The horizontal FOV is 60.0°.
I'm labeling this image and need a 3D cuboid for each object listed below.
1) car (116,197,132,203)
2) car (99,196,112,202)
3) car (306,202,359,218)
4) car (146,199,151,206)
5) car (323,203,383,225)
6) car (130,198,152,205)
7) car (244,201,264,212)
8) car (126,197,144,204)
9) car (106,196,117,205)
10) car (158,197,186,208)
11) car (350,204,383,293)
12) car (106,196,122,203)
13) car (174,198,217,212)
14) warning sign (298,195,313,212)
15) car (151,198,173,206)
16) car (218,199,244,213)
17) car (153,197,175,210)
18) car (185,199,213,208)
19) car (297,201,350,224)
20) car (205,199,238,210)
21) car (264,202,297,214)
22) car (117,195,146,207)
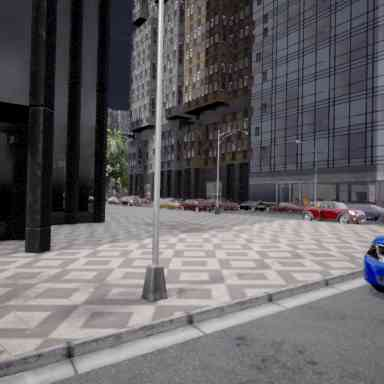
[{"bbox_3d":[-14.953,1.742,72.819,1.947,1.339,4.313,2,-1,-35],"label":"car"},{"bbox_3d":[-21.316,1.757,81.760,1.802,1.307,4.206,2,-1,-35],"label":"car"},{"bbox_3d":[13.678,1.726,32.585,1.947,1.339,4.313,2,-1,-35],"label":"car"},{"bbox_3d":[-8.804,1.375,54.252,2.097,1.767,4.553,2,-1,-35],"label":"car"},{"bbox_3d":[12.583,1.552,24.239,2.033,1.411,5.357,2,-1,-40],"label":"car"},{"bbox_3d":[-9.296,1.705,60.105,1.895,1.301,4.718,2,-1,-35],"label":"car"},{"bbox_3d":[7.316,1.732,41.526,1.947,1.339,4.313,2,-1,-35],"label":"car"},{"bbox_3d":[-11.772,1.742,68.349,1.947,1.339,4.313,2,-1,-35],"label":"car"},{"bbox_3d":[-12.358,1.533,54.473,1.802,1.307,4.206,2,-1,-35],"label":"car"},{"bbox_3d":[-3.210,1.594,51.630,2.128,1.511,4.902,2,-1,-35],"label":"car"},{"bbox_3d":[6.302,1.227,7.576,5.566,2.045,2.150,0,0,-32],"label":"car"},{"bbox_3d":[-18.232,1.701,77.429,1.752,1.417,4.829,2,-1,-35],"label":"car"},{"bbox_3d":[0.370,1.486,36.589,1.887,1.381,4.507,2,-1,-35],"label":"car"},{"bbox_3d":[12.855,1.339,37.739,1.300,1.860,1.060,2,-1,-35],"label":"warning sign"},{"bbox_3d":[-5.409,1.727,59.408,2.008,1.369,4.403,2,-1,-35],"label":"car"},{"bbox_3d":[3.092,1.489,37.365,1.882,1.535,5.008,2,-1,-35],"label":"car"},{"bbox_3d":[-2.713,1.470,40.922,1.752,1.417,4.829,2,-1,-35],"label":"car"},{"bbox_3d":[0.954,1.724,50.467,2.008,1.369,4.403,2,-1,-35],"label":"car"},{"bbox_3d":[9.900,1.371,23.203,1.967,1.590,4.097,2,-1,-36],"label":"car"},{"bbox_3d":[4.037,1.695,46.136,1.752,1.417,4.829,2,-1,-35],"label":"car"},{"bbox_3d":[10.497,1.745,37.055,1.802,1.307,4.206,2,-1,-35],"label":"car"},{"bbox_3d":[-9.173,1.390,50.004,1.967,1.590,4.097,2,-1,-35],"label":"car"}]
